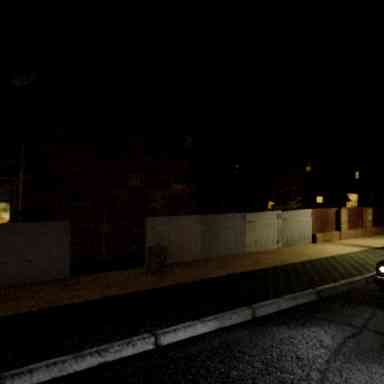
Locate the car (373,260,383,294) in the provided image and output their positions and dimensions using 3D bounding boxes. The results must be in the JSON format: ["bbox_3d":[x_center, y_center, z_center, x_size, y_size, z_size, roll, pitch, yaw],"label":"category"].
[{"bbox_3d":[5.993,1.641,7.316,4.718,1.301,1.895,0,0,-35],"label":"car"}]
